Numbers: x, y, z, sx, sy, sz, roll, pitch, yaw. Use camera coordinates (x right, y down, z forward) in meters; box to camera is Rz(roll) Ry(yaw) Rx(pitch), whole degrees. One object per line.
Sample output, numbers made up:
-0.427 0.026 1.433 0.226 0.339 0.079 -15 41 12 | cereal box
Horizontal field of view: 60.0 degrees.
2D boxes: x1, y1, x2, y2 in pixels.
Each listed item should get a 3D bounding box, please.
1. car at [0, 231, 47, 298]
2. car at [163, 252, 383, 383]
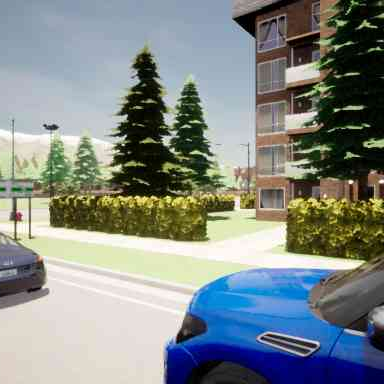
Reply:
-5.238 1.564 7.698 4.181 1.385 1.994 0 0 36 | car
2.377 1.221 2.293 5.566 2.045 2.150 0 0 36 | car
